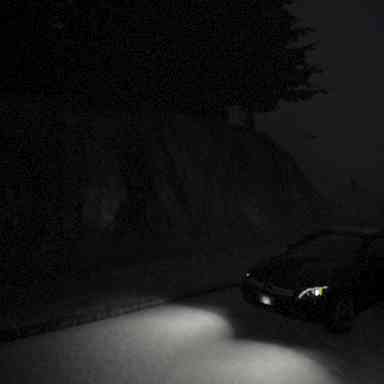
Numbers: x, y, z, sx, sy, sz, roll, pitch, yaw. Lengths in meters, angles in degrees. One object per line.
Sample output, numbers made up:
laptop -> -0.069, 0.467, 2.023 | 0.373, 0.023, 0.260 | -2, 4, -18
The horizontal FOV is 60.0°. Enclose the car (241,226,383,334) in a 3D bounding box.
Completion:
car -> 3.104, 1.481, 6.799 | 4.674, 1.442, 1.812 | 0, 0, -36
